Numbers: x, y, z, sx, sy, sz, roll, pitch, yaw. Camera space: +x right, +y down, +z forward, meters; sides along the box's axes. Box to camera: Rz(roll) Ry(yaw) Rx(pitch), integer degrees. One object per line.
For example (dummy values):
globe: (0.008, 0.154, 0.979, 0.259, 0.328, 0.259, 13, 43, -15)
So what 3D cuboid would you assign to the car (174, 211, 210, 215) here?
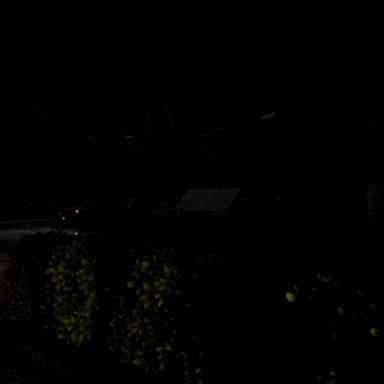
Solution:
car: (0.144, 1.658, 34.026, 1.837, 1.490, 4.892, 0, 0, 37)

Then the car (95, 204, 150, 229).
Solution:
car: (-3.936, 1.720, 22.141, 1.994, 1.385, 4.181, 0, 0, 36)

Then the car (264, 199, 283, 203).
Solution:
car: (11.816, 1.680, 47.816, 1.812, 1.442, 4.674, 0, 0, 45)

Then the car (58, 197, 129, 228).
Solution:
car: (-6.921, 1.376, 24.317, 2.150, 2.045, 5.566, 0, 0, 36)
